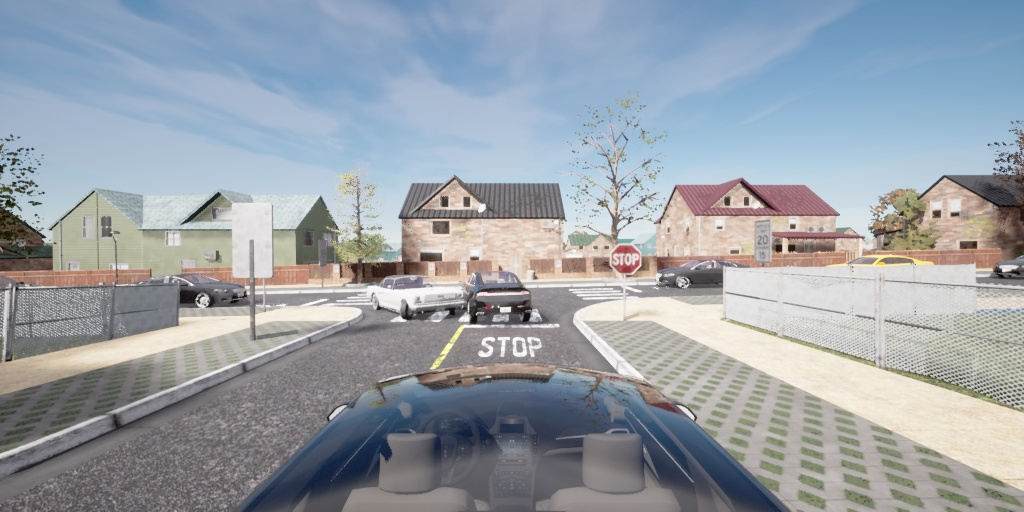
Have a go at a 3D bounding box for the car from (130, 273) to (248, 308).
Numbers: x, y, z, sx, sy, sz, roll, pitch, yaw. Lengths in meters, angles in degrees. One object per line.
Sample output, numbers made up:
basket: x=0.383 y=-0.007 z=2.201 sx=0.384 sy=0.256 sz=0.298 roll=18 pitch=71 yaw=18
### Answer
car: x=-14.893 y=1.566 z=16.423 sx=4.902 sy=1.511 sz=2.128 roll=-1 pitch=1 yaw=0

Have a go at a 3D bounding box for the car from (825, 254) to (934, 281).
car: x=19.772 y=0.689 z=19.493 sx=5.008 sy=1.535 sz=1.882 roll=-1 pitch=1 yaw=0

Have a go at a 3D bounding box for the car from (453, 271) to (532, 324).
car: x=-0.679 y=1.242 z=12.060 sx=2.128 sy=1.511 sz=4.902 roll=0 pitch=0 yaw=-12

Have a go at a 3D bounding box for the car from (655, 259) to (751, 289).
car: x=10.341 y=0.925 z=19.462 sx=4.902 sy=1.511 sz=2.128 roll=-1 pitch=1 yaw=0

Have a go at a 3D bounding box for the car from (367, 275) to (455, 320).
car: x=-3.596 y=1.367 z=12.921 sx=1.895 sy=1.301 sz=4.718 roll=0 pitch=0 yaw=-38

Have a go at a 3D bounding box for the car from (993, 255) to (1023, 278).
car: x=29.396 y=0.477 z=19.525 sx=4.902 sy=1.511 sz=2.128 roll=-1 pitch=1 yaw=0

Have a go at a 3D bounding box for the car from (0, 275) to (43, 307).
car: x=-24.231 y=1.647 z=16.388 sx=4.553 sy=1.767 sz=2.097 roll=-1 pitch=1 yaw=0
